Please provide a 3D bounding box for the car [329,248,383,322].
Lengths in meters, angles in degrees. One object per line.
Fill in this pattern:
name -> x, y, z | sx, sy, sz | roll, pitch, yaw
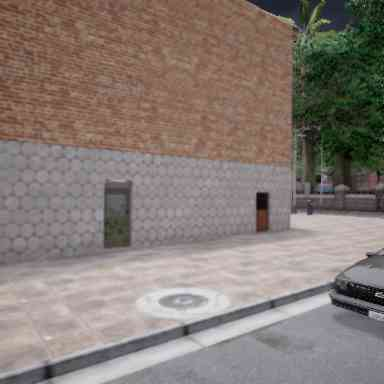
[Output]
car -> 5.012, 1.486, 6.610 | 5.357, 1.411, 2.033 | -1, 0, -35
